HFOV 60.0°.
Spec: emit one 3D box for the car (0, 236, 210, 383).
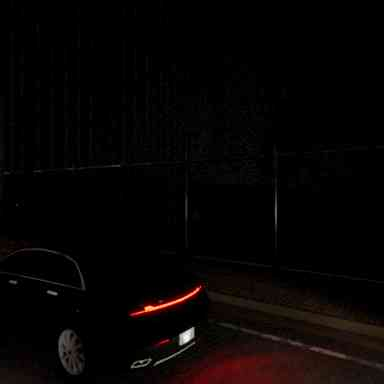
[{"bbox_3d":[-2.027,1.504,5.462,4.892,1.490,1.837,0,0,36],"label":"car"}]
